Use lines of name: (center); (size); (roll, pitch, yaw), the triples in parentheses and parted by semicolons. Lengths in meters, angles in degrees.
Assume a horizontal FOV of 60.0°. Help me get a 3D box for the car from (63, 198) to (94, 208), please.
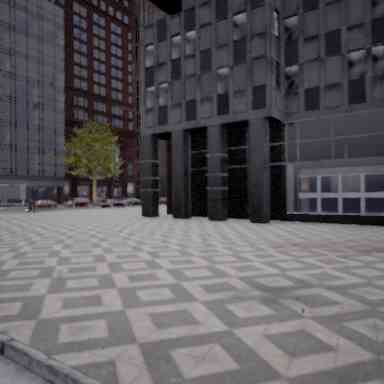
car: (-18.043, 1.619, 51.890); (1.967, 1.590, 4.097); (-1, 0, 35)

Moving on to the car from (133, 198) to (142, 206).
car: (-9.774, 1.602, 53.548); (1.812, 1.442, 4.674); (-1, 0, 35)

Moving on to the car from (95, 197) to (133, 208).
car: (-11.030, 1.617, 47.041); (1.947, 1.339, 4.313); (-1, 0, 35)

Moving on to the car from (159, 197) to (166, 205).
car: (-4.621, 1.570, 56.321); (1.887, 1.381, 4.507); (-1, 0, 35)

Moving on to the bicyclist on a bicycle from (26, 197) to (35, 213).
bicyclist on a bicycle: (-16.484, 1.350, 33.936); (1.656, 1.620, 0.582); (-1, -1, 35)

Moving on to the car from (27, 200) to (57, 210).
car: (-21.245, 1.777, 47.250); (1.802, 1.307, 4.206); (-1, 0, 35)

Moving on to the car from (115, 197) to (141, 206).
car: (-11.728, 1.679, 61.030); (1.752, 1.417, 4.829); (-1, 0, 35)
